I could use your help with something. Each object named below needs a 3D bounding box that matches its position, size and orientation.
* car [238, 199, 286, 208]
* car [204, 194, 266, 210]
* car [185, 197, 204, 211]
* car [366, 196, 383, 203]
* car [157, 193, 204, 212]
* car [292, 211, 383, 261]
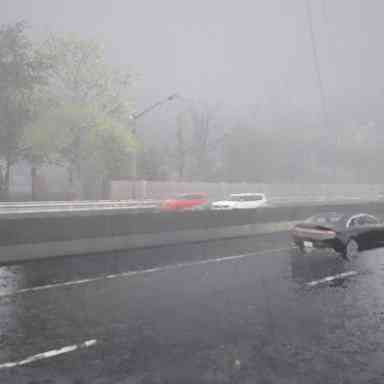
[{"bbox_3d":[5.921,1.502,25.401,4.181,1.385,1.994,0,0,-35],"label":"car"},{"bbox_3d":[4.117,1.159,28.415,5.566,2.045,2.150,0,0,-35],"label":"car"},{"bbox_3d":[2.111,1.441,31.283,4.892,1.490,1.837,-1,0,-35],"label":"car"},{"bbox_3d":[31.796,1.395,56.631,5.357,1.411,2.033,0,0,-35],"label":"car"},{"bbox_3d":[-0.791,1.162,32.961,5.566,2.045,2.150,0,0,-38],"label":"car"},{"bbox_3d":[5.716,1.453,12.119,4.902,1.511,2.128,0,0,-35],"label":"car"}]
